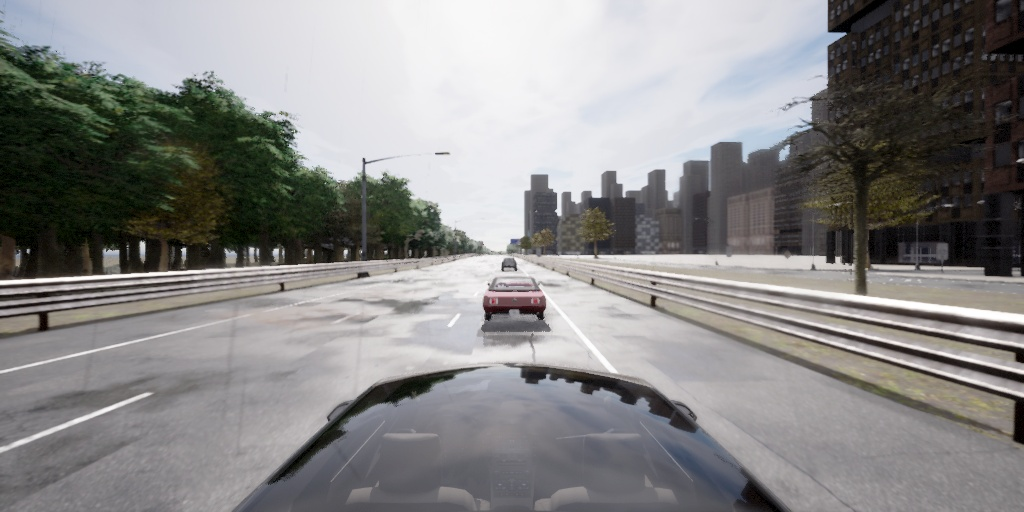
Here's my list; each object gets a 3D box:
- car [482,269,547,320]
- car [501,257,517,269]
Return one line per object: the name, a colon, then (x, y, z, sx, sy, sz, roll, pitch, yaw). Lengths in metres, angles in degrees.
car: (0.062, 1.324, 12.550, 1.895, 1.301, 4.718, 0, 0, 0)
car: (-0.370, 0.943, 45.735, 2.033, 1.649, 4.856, 0, 0, -1)
